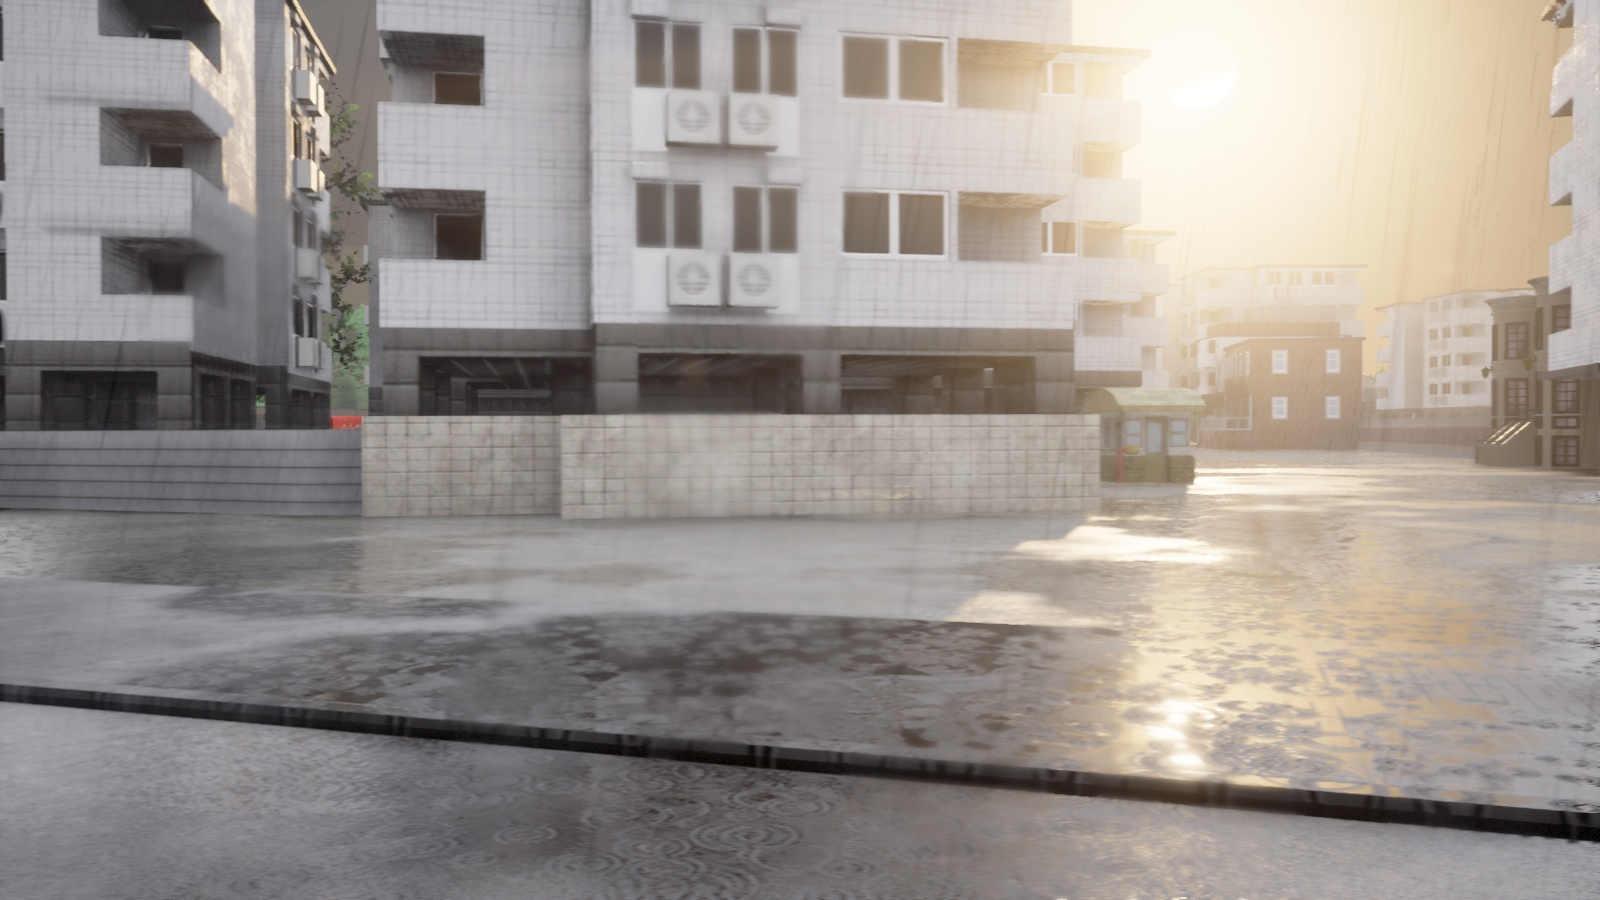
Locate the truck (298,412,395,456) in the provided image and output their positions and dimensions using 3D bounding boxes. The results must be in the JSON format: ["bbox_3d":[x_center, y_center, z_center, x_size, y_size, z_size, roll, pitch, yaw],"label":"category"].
[{"bbox_3d":[-26.250,-0.927,72.919,2.627,2.467,5.204,1,1,19],"label":"truck"}]
